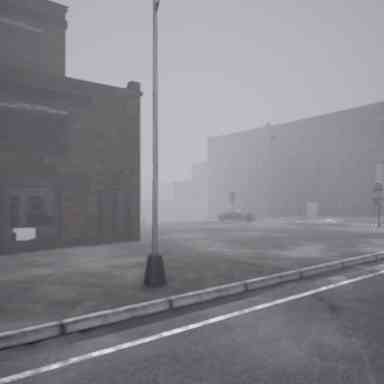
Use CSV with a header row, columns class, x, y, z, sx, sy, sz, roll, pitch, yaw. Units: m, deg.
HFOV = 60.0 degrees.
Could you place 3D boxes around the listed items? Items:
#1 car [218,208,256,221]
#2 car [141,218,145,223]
class,x,y,z,sx,sy,sz,roll,pitch,yaw
car,4.613,2.373,34.988,1.812,1.442,4.674,0,-5,-36
car,-9.658,4.548,54.584,2.033,1.411,5.357,0,-5,-36
